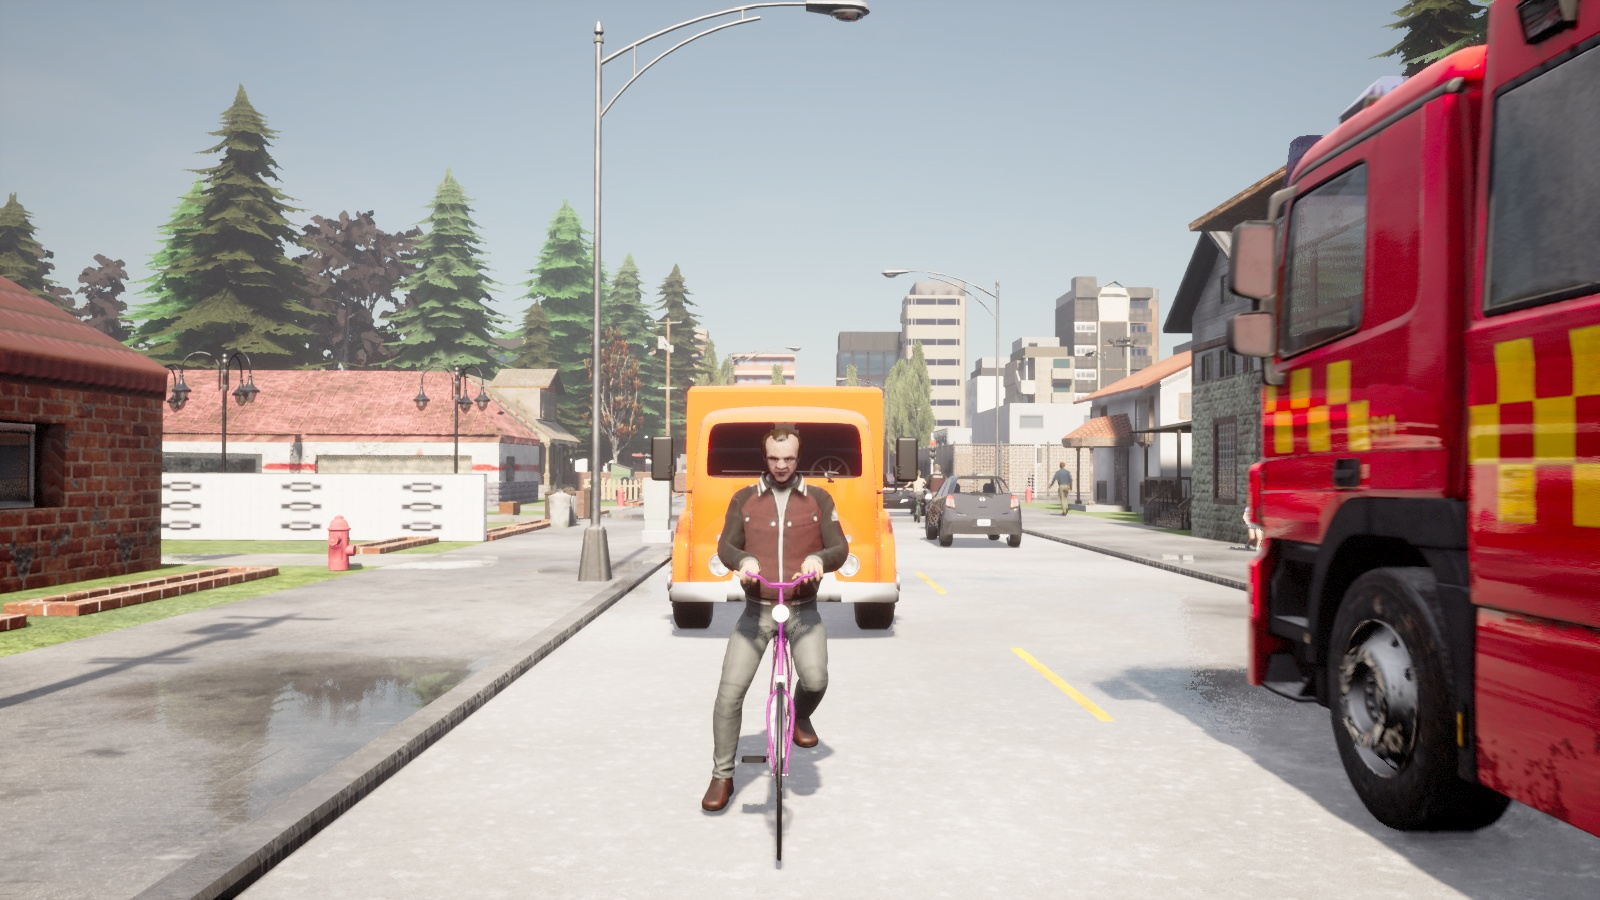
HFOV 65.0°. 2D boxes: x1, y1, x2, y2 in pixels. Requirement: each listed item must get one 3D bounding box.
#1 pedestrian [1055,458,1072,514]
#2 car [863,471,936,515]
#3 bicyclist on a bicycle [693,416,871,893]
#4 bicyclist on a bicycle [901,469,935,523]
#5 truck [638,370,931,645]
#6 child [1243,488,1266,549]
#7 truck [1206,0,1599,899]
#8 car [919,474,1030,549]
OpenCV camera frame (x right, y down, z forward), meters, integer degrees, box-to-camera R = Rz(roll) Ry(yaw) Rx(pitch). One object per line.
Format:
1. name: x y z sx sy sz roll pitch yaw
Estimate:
1. pedestrian: 8.747 1.188 41.687 0.370 1.835 0.726 0 -1 -2
2. car: 3.519 1.516 45.323 2.128 1.511 4.902 0 -1 -1
3. bicyclist on a bicycle: -0.079 0.780 5.614 0.659 1.776 1.843 0 -1 -1
4. bicyclist on a bicycle: 3.580 1.378 38.293 0.866 1.612 1.509 0 -1 -1
5. truck: -0.168 0.562 13.922 2.627 2.467 5.204 0 -1 -1
6. child: 8.365 1.258 23.121 0.255 1.110 0.394 0 -1 -1
7. truck: 3.938 -0.310 3.342 2.891 3.827 8.468 0 -1 0
8. car: 3.697 1.269 27.173 1.845 1.501 3.633 0 -1 -1
